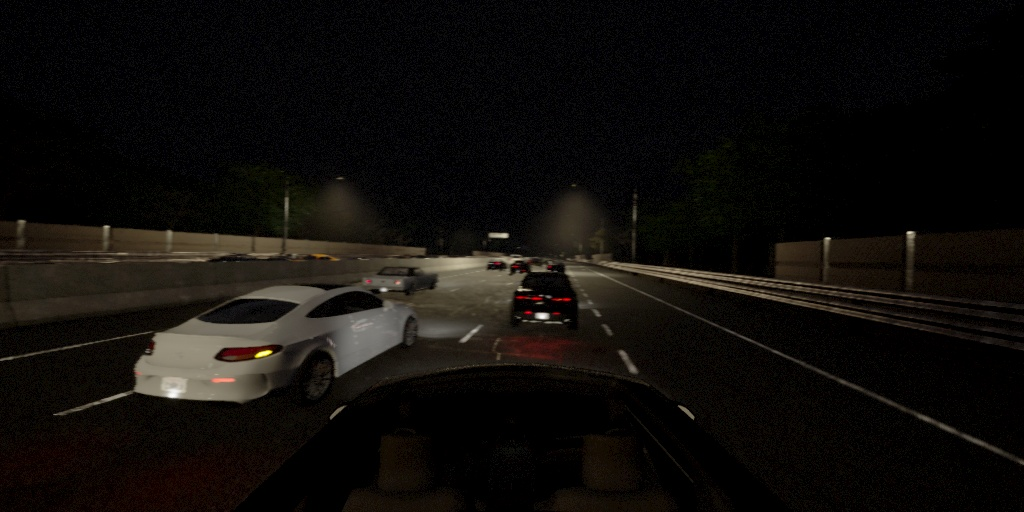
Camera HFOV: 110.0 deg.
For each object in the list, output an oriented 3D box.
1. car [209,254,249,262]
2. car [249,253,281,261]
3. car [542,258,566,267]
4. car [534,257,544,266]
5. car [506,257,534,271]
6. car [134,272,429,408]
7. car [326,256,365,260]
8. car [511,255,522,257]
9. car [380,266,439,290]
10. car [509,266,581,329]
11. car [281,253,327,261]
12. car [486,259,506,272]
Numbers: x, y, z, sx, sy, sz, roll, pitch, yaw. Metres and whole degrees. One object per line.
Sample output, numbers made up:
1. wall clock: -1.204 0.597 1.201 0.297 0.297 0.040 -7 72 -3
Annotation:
1. car: -24.434 0.475 31.816 1.994 1.385 4.181 2 0 8
2. car: -20.774 0.511 32.835 2.128 1.511 4.902 2 0 8
3. car: 4.478 1.273 36.673 2.128 1.511 4.902 2 0 8
4. car: 4.334 1.236 62.418 1.837 1.490 4.892 2 0 7
5. car: 0.899 1.179 36.306 1.837 1.490 4.892 2 0 8
6. car: -3.177 1.165 5.987 1.812 1.442 4.674 2 0 8
7. car: -13.880 0.798 31.642 1.994 1.385 4.181 2 0 8
8. car: 0.884 0.845 62.950 2.150 2.045 5.566 2 0 7
9. car: -5.155 1.143 17.432 1.895 1.301 4.718 2 0 8
10. car: 1.091 1.258 11.408 1.837 1.490 4.892 2 0 8
11. car: -17.406 0.603 31.674 1.882 1.535 5.008 2 0 8
12. car: -1.785 1.067 42.684 2.128 1.511 4.902 2 0 8
